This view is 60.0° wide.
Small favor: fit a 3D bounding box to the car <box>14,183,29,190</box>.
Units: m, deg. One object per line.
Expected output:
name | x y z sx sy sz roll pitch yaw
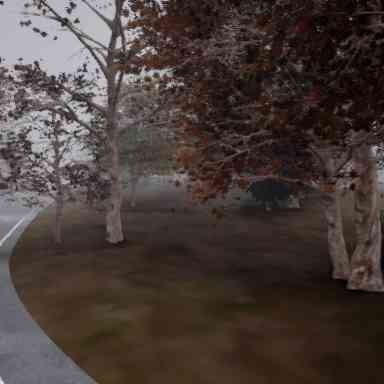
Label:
car | -21.690 -0.906 43.826 2.033 1.411 5.357 0 4 -13
